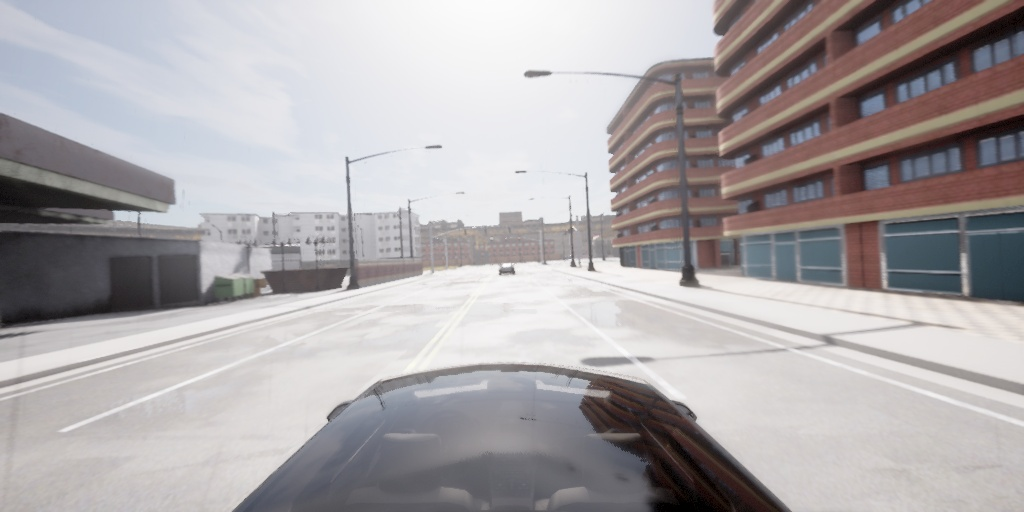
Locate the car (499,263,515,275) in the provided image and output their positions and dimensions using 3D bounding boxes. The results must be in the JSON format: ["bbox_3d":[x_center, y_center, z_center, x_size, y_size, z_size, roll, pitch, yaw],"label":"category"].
[{"bbox_3d":[-0.619,1.551,43.463,1.994,1.385,4.181,-3,0,-1],"label":"car"}]
